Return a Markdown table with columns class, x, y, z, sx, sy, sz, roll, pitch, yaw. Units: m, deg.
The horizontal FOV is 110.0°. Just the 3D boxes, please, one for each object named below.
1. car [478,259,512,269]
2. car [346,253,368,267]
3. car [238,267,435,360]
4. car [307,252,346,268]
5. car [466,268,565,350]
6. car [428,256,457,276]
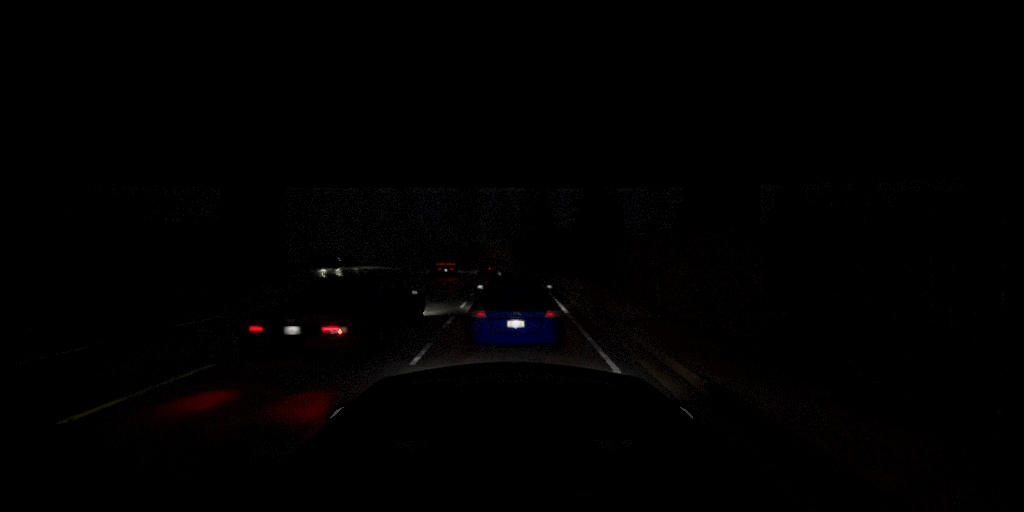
| class | x | y | z | sx | sy | sz | roll | pitch | yaw |
| --- | --- | --- | --- | --- | --- | --- | --- | --- | --- |
| car | -1.341 | 0.841 | 26.240 | 1.895 | 1.301 | 4.718 | 0 | 1 | -13 |
| car | -18.660 | 0.409 | 41.668 | 4.902 | 1.511 | 2.128 | 1 | 1 | 40 |
| car | -3.435 | 1.163 | 8.139 | 2.033 | 1.411 | 5.357 | 0 | 1 | 0 |
| car | -20.056 | 0.339 | 38.279 | 4.553 | 1.767 | 2.097 | 1 | 2 | 41 |
| car | 0.069 | 1.171 | 8.600 | 1.994 | 1.385 | 4.181 | 0 | 1 | 0 |
| car | -5.402 | 0.710 | 27.899 | 1.837 | 1.490 | 4.892 | 0 | 1 | -16 |
